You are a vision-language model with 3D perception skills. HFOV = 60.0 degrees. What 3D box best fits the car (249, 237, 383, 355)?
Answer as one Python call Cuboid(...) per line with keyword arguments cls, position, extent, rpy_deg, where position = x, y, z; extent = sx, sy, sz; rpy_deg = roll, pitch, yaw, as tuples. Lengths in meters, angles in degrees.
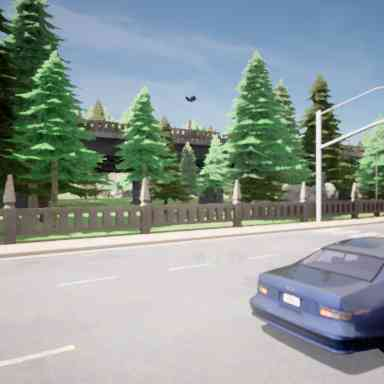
Cuboid(cls="car", position=(3.528, 1.542, 5.933), extent=(5.357, 1.411, 2.033), rpy_deg=(0, 0, -31))
